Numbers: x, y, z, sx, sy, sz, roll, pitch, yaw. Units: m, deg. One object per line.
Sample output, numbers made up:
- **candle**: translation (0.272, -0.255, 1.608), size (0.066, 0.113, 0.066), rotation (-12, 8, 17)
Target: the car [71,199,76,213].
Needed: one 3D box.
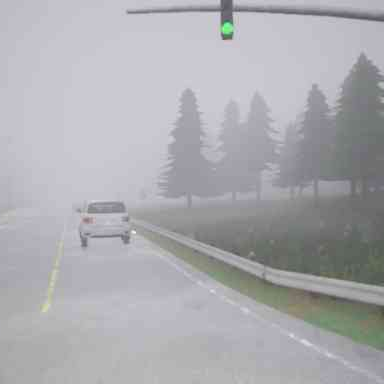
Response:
- **car**: translation (-14.556, 1.988, 43.085), size (2.033, 1.411, 5.357), rotation (0, 0, -21)

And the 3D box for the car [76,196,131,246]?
- **car**: translation (-4.449, 1.377, 16.524), size (2.150, 2.045, 5.566), rotation (0, 0, -20)
